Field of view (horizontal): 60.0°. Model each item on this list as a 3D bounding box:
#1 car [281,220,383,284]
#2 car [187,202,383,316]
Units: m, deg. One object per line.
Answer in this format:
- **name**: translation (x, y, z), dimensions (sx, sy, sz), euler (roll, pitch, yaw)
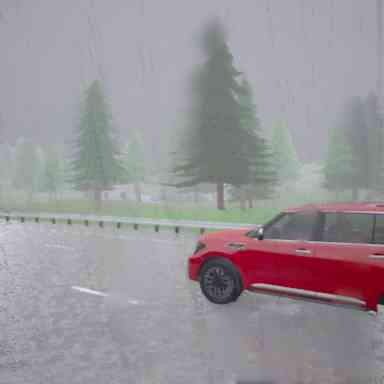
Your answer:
- **car**: translation (5.012, 1.582, 8.928), dimensions (4.718, 1.301, 1.895), euler (0, 0, 35)
- **car**: translation (2.550, 1.211, 6.395), dimensions (5.566, 2.045, 2.150), euler (0, 0, 35)
